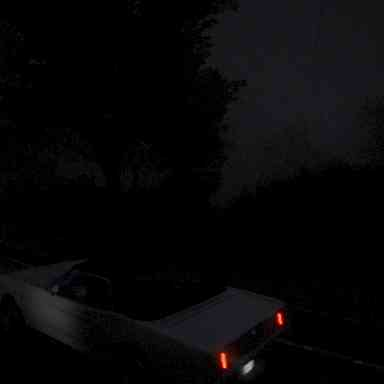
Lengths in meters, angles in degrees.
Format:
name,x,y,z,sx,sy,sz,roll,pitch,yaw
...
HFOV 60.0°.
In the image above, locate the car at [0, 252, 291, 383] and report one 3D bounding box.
name,x,y,z,sx,sy,sz,roll,pitch,yaw
car,-1.125,1.614,5.017,4.718,1.301,1.895,0,0,38
